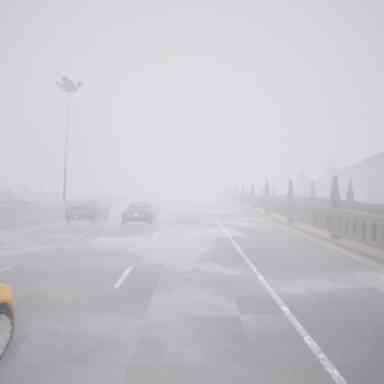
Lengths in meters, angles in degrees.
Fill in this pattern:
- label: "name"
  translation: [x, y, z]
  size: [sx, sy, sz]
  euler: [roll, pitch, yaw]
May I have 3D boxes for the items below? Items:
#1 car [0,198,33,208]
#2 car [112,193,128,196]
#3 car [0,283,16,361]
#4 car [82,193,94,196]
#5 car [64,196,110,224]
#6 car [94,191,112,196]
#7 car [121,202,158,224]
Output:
- label: "car"
  translation: [-14.106, 1.206, 25.794]
  size: [2.128, 1.511, 4.902]
  euler: [0, 1, 0]
- label: "car"
  translation: [-14.022, 0.947, 67.392]
  size: [2.097, 1.767, 4.553]
  euler: [0, -3, 0]
- label: "car"
  translation: [-3.421, 1.466, 2.688]
  size: [1.882, 1.535, 5.008]
  euler: [0, 1, 0]
- label: "car"
  translation: [-21.022, 0.946, 67.390]
  size: [2.097, 1.767, 4.553]
  euler: [0, -3, 0]
- label: "car"
  translation: [-6.917, 1.250, 22.314]
  size: [2.128, 1.511, 4.902]
  euler: [0, 1, 0]
- label: "car"
  translation: [-17.522, 0.833, 67.753]
  size: [2.150, 2.045, 5.566]
  euler: [0, -3, 0]
- label: "car"
  translation: [-3.417, 1.324, 22.255]
  size: [1.994, 1.385, 4.181]
  euler: [0, 1, 0]
